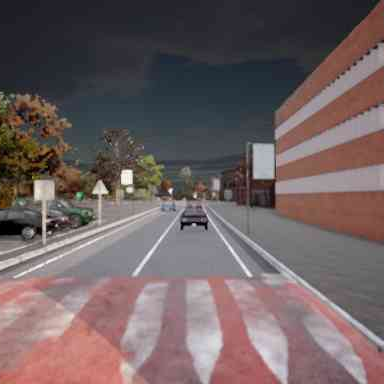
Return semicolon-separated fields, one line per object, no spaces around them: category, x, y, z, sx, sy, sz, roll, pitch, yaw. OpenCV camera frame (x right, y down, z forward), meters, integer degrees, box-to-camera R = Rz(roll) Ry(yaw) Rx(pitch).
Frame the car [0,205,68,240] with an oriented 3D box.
car;-9.503;1.606;17.293;5.008;1.535;2.097;0;0;0

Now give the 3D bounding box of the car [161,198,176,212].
car;-3.153;1.957;45.144;1.812;1.442;4.674;0;0;1

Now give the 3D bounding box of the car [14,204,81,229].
car;-9.524;1.669;20.120;4.674;1.452;2.002;0;0;0

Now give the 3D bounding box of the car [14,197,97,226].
car;-9.516;1.401;22.947;5.566;2.045;2.435;0;0;0

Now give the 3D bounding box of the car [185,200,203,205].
car;0.251;1.755;41.343;2.097;1.767;4.553;0;0;0

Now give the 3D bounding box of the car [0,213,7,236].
car;-9.469;1.596;11.642;4.674;1.452;2.002;0;-1;0

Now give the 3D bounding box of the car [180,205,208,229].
car;0.146;1.854;23.722;1.895;1.301;4.718;0;-1;0
